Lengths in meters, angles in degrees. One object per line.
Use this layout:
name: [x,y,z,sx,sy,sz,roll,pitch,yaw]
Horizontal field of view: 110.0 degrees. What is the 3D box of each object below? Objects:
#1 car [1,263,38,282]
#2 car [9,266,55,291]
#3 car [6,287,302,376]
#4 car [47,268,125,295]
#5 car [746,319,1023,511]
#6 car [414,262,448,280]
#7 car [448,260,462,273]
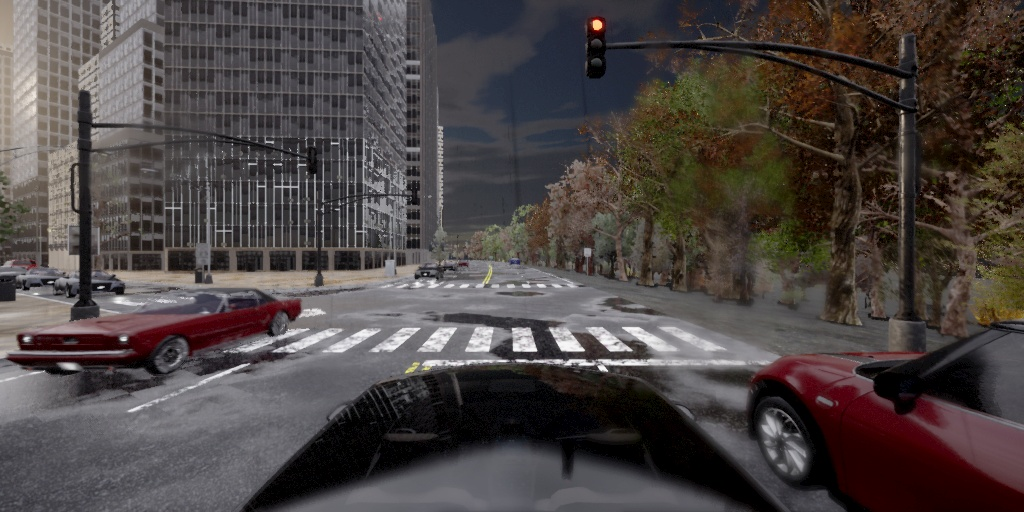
car: [-41.288,1.586,29.538,4.892,1.490,1.837,-1,0,28]
car: [-32.133,1.565,24.566,4.181,1.385,1.994,0,0,29]
car: [-6.642,1.362,7.571,1.895,1.301,4.718,0,-1,-1]
car: [-23.396,1.491,19.826,4.181,1.385,1.994,0,0,29]
car: [3.320,1.070,1.717,2.097,1.767,4.553,-1,-1,2]
car: [-7.146,1.323,31.259,1.994,1.385,4.181,0,0,-2]
car: [-7.654,1.366,43.972,1.895,1.301,4.718,0,0,-3]
